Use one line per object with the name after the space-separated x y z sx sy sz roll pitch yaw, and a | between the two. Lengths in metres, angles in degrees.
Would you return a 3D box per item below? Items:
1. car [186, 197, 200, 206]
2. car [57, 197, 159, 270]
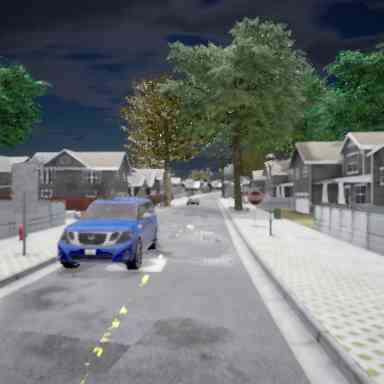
0.217 1.498 53.577 1.994 1.385 4.181 0 1 4 | car
-2.498 1.219 11.387 2.150 2.045 5.566 0 0 3 | car
